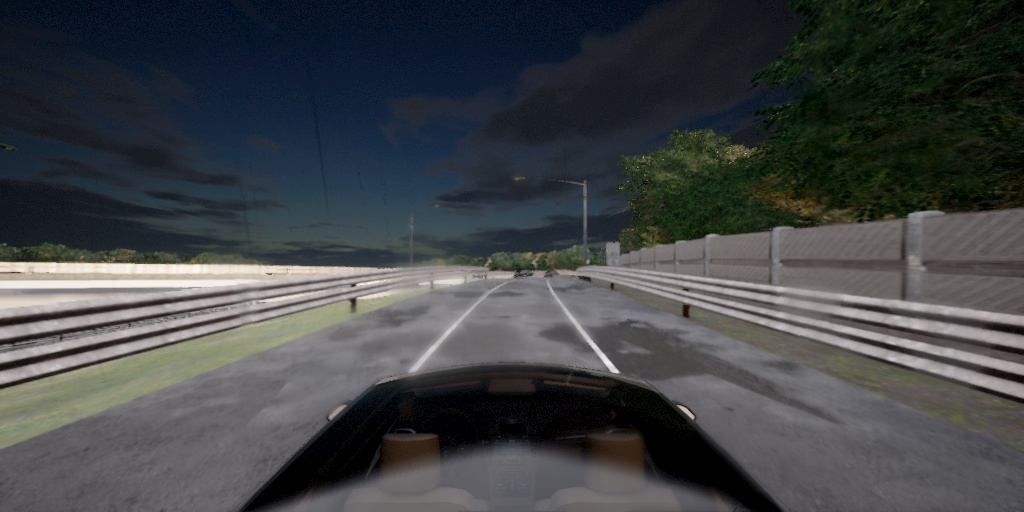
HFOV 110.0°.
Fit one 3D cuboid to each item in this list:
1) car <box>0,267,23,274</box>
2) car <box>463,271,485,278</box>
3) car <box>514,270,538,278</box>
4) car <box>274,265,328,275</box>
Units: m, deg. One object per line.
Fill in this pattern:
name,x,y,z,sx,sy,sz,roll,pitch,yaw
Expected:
car,-46.217,1.362,31.341,4.181,1.385,1.994,2,-3,-24
car,-5.616,2.612,52.363,1.994,1.385,4.181,-3,-4,42
car,2.247,3.124,62.195,1.837,1.490,4.892,-1,-3,35
car,-21.906,1.665,37.431,4.902,1.511,2.128,3,-4,-38
